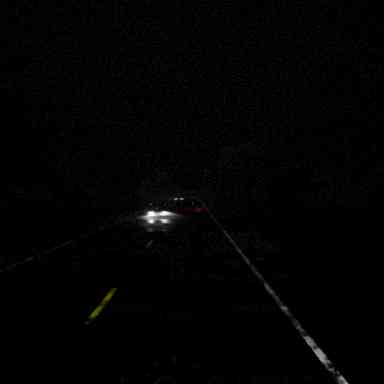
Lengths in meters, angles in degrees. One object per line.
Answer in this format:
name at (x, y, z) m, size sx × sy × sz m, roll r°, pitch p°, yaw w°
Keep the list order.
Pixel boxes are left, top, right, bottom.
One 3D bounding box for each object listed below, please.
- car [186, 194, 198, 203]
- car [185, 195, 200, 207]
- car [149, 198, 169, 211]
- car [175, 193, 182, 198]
car at (-0.021, 1.146, 57.193) m, size 2.033 × 1.411 × 5.357 m, roll 0°, pitch 0°, yaw 0°
car at (0.086, 1.214, 44.781) m, size 1.812 × 1.442 × 4.674 m, roll 0°, pitch 0°, yaw 0°
car at (-3.608, 1.344, 36.911) m, size 1.895 × 1.301 × 4.718 m, roll 0°, pitch 0°, yaw 0°
car at (-3.533, 0.887, 89.151) m, size 1.812 × 1.442 × 4.674 m, roll 0°, pitch 0°, yaw 0°
